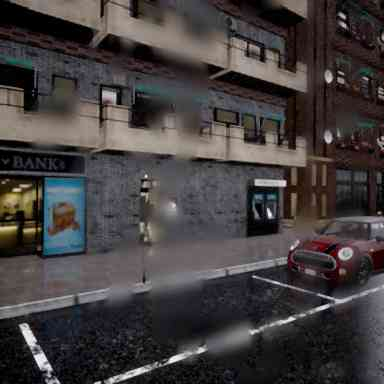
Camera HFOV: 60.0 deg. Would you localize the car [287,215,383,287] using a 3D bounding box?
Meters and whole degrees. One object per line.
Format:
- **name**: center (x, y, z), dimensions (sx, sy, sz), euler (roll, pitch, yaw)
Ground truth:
- **car**: center (4.530, 1.441, 9.326), dimensions (4.097, 1.590, 1.967), euler (0, 1, -36)
